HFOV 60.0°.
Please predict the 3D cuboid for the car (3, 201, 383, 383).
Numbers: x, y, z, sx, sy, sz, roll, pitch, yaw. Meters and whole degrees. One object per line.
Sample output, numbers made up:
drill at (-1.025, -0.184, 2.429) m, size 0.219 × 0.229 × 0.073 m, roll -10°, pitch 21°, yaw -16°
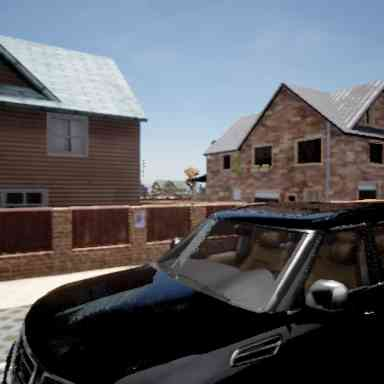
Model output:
car at (1.067, 1.169, 3.704) m, size 5.566 × 2.045 × 2.150 m, roll 0°, pitch 1°, yaw -31°
